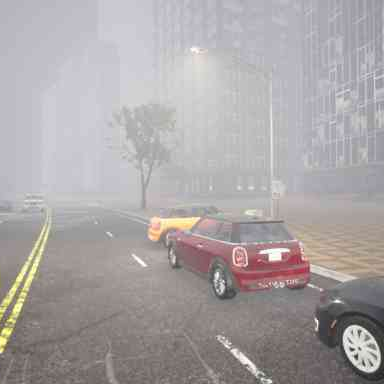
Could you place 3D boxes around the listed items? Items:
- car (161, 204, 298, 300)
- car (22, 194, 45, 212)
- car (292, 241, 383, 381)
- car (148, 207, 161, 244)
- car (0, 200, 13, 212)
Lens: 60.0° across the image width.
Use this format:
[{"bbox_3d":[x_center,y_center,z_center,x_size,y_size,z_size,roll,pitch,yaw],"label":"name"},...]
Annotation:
[{"bbox_3d":[0.912,1.355,8.800,2.097,1.767,4.553,0,0,-22],"label":"car"},{"bbox_3d":[-18.696,1.262,39.340,2.150,2.045,5.566,0,0,-24],"label":"car"},{"bbox_3d":[3.632,1.505,3.322,1.837,1.490,4.892,0,0,-35],"label":"car"},{"bbox_3d":[0.440,1.276,14.351,4.553,1.767,2.097,-3,1,-18],"label":"car"},{"bbox_3d":[-21.680,1.602,38.052,1.994,1.385,4.181,0,0,-24],"label":"car"}]
